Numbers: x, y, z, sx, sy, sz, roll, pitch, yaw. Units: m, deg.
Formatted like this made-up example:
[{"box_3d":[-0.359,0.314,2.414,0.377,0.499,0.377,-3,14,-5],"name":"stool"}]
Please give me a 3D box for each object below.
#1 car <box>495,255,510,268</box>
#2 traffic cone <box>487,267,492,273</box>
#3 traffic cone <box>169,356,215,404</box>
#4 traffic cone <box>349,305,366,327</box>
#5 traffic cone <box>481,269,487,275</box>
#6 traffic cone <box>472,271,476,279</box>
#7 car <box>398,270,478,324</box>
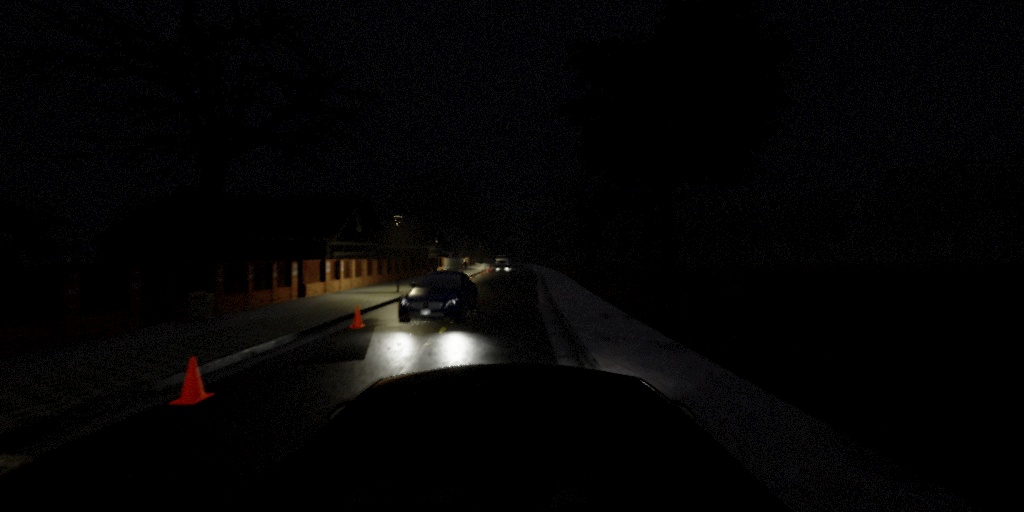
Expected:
[{"box_3d":[-1.649,0.866,59.762,2.150,2.045,5.566,0,0,-2],"name":"car"},{"box_3d":[-2.710,1.582,39.951,0.340,0.580,0.340,0,0,2],"name":"traffic cone"},{"box_3d":[-4.412,1.684,4.955,0.340,0.580,0.340,0,0,1],"name":"traffic cone"},{"box_3d":[-4.305,1.663,9.995,0.340,0.580,0.340,0,0,2],"name":"traffic cone"},{"box_3d":[-2.893,1.585,34.992,0.340,0.580,0.340,0,0,3],"name":"traffic cone"},{"box_3d":[-3.155,1.593,30.038,0.340,0.580,0.340,0,0,3],"name":"traffic cone"},{"box_3d":[-2.231,1.230,11.910,1.812,1.442,4.674,0,0,2],"name":"car"}]
